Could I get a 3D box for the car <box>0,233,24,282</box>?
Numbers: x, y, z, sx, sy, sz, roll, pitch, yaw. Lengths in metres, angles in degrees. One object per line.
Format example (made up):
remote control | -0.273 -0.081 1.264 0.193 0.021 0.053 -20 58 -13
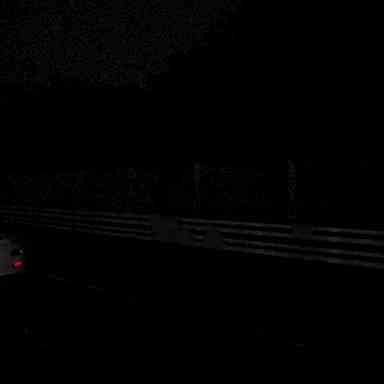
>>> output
car | -5.985 1.469 8.316 4.674 1.442 1.812 1 0 36
